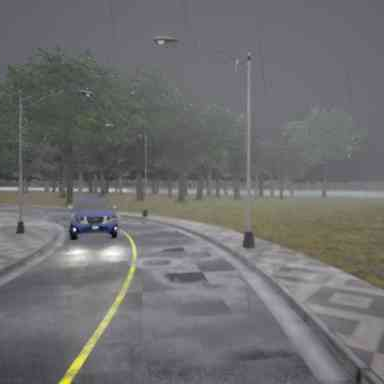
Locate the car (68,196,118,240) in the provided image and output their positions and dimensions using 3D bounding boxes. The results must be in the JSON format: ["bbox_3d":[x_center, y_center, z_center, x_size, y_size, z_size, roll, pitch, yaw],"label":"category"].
[{"bbox_3d":[-5.278,1.262,17.657,2.150,2.045,5.566,0,0,-20],"label":"car"}]
